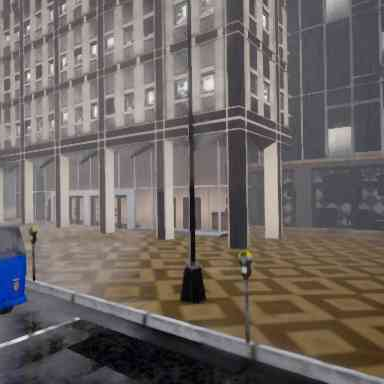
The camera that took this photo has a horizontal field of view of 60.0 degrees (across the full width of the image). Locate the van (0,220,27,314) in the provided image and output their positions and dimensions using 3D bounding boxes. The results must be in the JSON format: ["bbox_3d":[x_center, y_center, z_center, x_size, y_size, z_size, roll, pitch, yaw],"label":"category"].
[{"bbox_3d":[-4.825,1.345,6.336,3.998,1.788,1.690,0,-1,36],"label":"van"}]
